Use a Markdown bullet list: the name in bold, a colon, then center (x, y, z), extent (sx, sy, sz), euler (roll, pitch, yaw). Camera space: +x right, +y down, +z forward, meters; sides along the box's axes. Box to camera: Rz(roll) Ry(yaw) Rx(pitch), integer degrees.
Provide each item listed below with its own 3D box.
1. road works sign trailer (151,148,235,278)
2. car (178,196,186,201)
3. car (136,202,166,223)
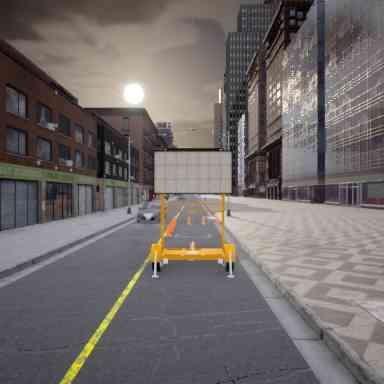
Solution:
- **road works sign trailer**: center (0.031, 0.468, 10.171), extent (2.380, 3.560, 2.880), euler (0, 0, 0)
- **car**: center (-2.720, 1.686, 90.033), extent (1.994, 1.385, 4.181), euler (0, 0, 0)
- **car**: center (-3.021, 1.512, 25.469), extent (2.128, 1.511, 4.902), euler (0, 0, 0)
